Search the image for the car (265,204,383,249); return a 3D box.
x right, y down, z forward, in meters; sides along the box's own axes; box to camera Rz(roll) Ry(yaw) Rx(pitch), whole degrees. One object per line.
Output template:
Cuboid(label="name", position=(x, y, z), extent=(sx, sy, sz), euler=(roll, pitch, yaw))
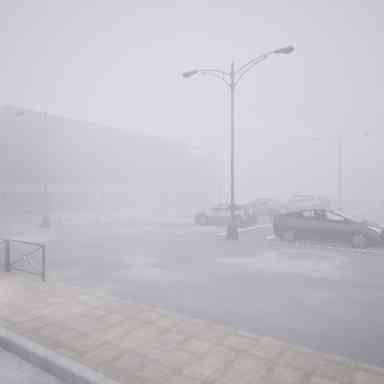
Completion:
Cuboid(label="car", position=(5.807, 1.490, 14.351), extent=(4.514, 1.523, 2.007), euler=(0, 0, 35))

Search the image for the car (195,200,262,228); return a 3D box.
Cuboid(label="car", position=(2.129, 1.424, 21.392), extent=(3.806, 1.475, 1.970), euler=(0, 0, 35))

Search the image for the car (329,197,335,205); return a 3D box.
Cuboid(label="car", position=(14.202, 1.289, 39.938), extent=(4.605, 1.855, 1.932), euler=(0, 0, 35))

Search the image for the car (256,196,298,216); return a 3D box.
Cuboid(label="car", position=(5.542, 1.345, 26.836), extent=(5.027, 1.636, 2.152), euler=(0, 0, 35))

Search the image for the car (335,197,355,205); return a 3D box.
Cuboid(label="car", position=(24.966, 1.565, 55.089), extent=(3.633, 1.501, 1.845), euler=(0, 0, 35))

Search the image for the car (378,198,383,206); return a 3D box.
Cuboid(label="car", position=(29.339, 1.576, 48.393), extent=(3.806, 1.475, 1.970), euler=(0, 0, 35))

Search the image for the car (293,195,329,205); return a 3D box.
Cuboid(label="car", position=(12.875, 1.269, 37.321), extent=(3.866, 1.878, 1.905), euler=(0, 0, 35))
